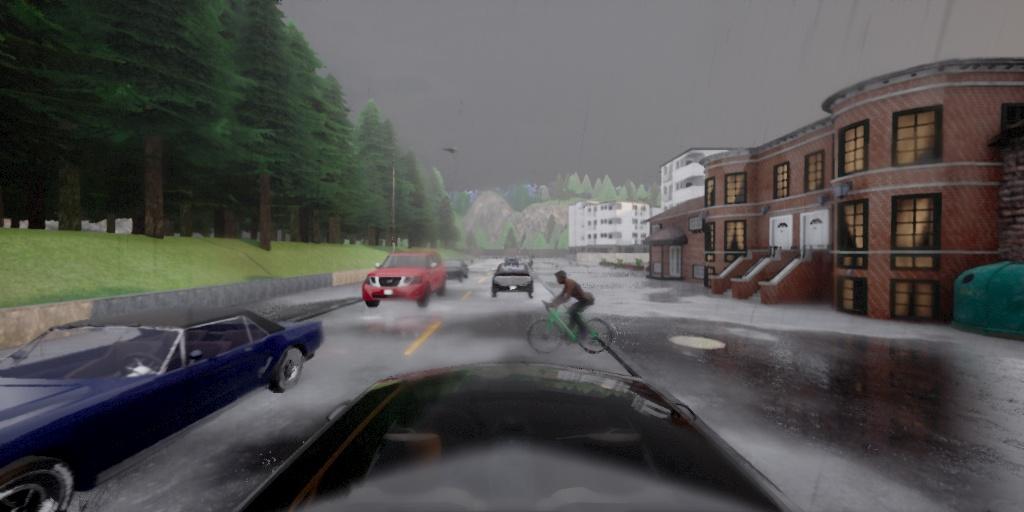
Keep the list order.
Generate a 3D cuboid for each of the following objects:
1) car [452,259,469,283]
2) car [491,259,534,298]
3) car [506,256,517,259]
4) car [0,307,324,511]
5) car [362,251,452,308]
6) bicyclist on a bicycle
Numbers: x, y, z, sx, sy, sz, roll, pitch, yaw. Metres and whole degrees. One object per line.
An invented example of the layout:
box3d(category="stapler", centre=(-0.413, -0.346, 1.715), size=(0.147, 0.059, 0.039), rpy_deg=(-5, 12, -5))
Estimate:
box3d(category="car", centre=(-4.164, 0.972, 25.253), size=(1.882, 1.535, 5.008), rpy_deg=(0, 1, 0))
box3d(category="car", centre=(0.039, 1.073, 17.270), size=(2.128, 1.511, 4.902), rpy_deg=(0, 1, 0))
box3d(category="car", centre=(-0.052, 0.785, 45.019), size=(1.837, 1.490, 4.892), rpy_deg=(0, 0, 0))
box3d(category="car", centre=(-4.114, 1.326, 3.864), size=(1.895, 1.301, 4.718), rpy_deg=(0, 1, 0))
box3d(category="car", centre=(-4.146, 0.829, 14.802), size=(2.150, 2.045, 5.566), rpy_deg=(0, 1, 0))
box3d(category="bicyclist on a bicycle", centre=(1.125, 1.105, 6.973), size=(1.656, 1.620, 0.582), rpy_deg=(-1, 1, 0))
